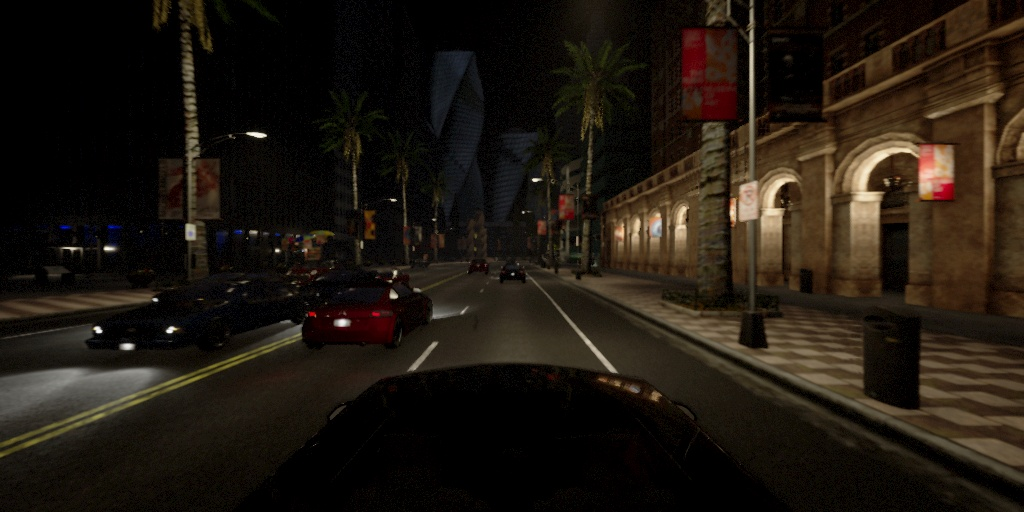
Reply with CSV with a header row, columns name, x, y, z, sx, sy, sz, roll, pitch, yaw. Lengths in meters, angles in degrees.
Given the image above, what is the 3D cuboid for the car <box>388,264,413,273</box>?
name,x,y,z,sx,sy,sz,roll,pitch,yaw
car,-7.048,1.343,19.246,1.895,1.301,4.718,0,1,0

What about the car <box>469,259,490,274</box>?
name,x,y,z,sx,sy,sz,roll,pitch,yaw
car,-3.556,1.055,39.642,2.097,1.767,4.553,0,0,-1

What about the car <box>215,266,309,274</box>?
name,x,y,z,sx,sy,sz,roll,pitch,yaw
car,-10.488,1.279,13.780,2.033,1.411,5.357,0,0,1

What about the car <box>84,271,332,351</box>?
name,x,y,z,sx,sy,sz,roll,pitch,yaw
car,-7.089,1.286,9.269,2.033,1.411,5.357,0,0,0

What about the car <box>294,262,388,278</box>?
name,x,y,z,sx,sy,sz,roll,pitch,yaw
car,-6.972,1.213,14.819,1.994,1.385,4.181,0,4,0

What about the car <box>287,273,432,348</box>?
name,x,y,z,sx,sy,sz,roll,pitch,yaw
car,-3.391,1.304,9.176,1.994,1.385,4.181,0,0,0

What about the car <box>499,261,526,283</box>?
name,x,y,z,sx,sy,sz,roll,pitch,yaw
car,0.054,1.283,27.901,1.994,1.385,4.181,0,0,0
